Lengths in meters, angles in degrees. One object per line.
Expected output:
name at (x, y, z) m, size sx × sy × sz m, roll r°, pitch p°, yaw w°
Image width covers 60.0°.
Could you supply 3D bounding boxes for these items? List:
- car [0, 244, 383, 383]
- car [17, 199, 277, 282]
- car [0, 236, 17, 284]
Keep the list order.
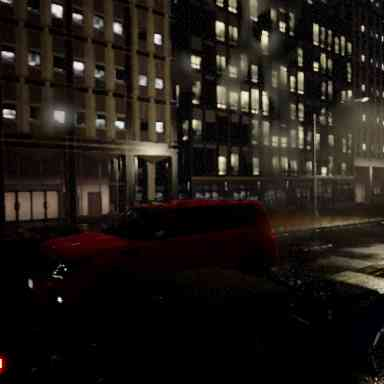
car at (0.517, 1.588, 3.811) m, size 4.718 × 1.301 × 1.895 m, roll 0°, pitch 0°, yaw -36°
car at (-0.514, 1.202, 7.314) m, size 5.566 × 2.045 × 2.150 m, roll 0°, pitch 0°, yaw -36°
car at (-4.104, 1.592, 8.742) m, size 4.718 × 1.301 × 1.895 m, roll 0°, pitch 0°, yaw -36°
